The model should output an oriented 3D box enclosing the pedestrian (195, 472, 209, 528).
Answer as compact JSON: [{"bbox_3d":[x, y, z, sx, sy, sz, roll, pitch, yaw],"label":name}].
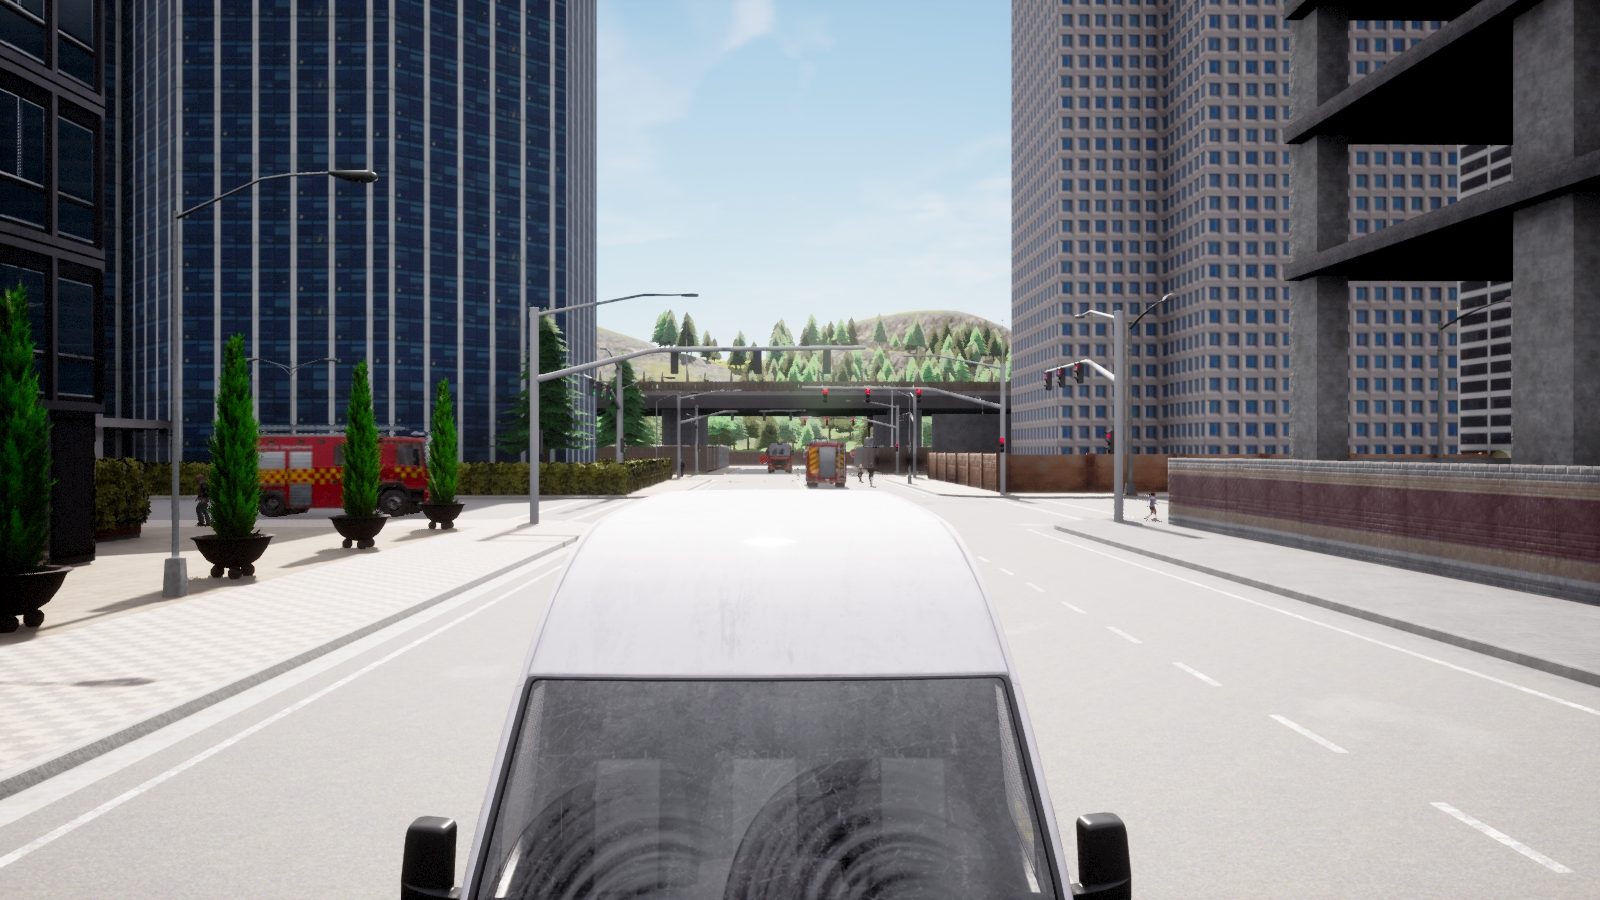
[{"bbox_3d":[-20.303,1.696,38.810,0.375,1.860,0.375,0,0,-33],"label":"pedestrian"}]

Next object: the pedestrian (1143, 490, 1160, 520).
[{"bbox_3d":[13.189,2.077,42.886,0.500,1.100,0.500,0,0,-1],"label":"pedestrian"}]

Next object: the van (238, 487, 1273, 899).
[{"bbox_3d":[-0.128,1.535,5.152,1.988,2.561,5.915,0,0,-1],"label":"van"}]
